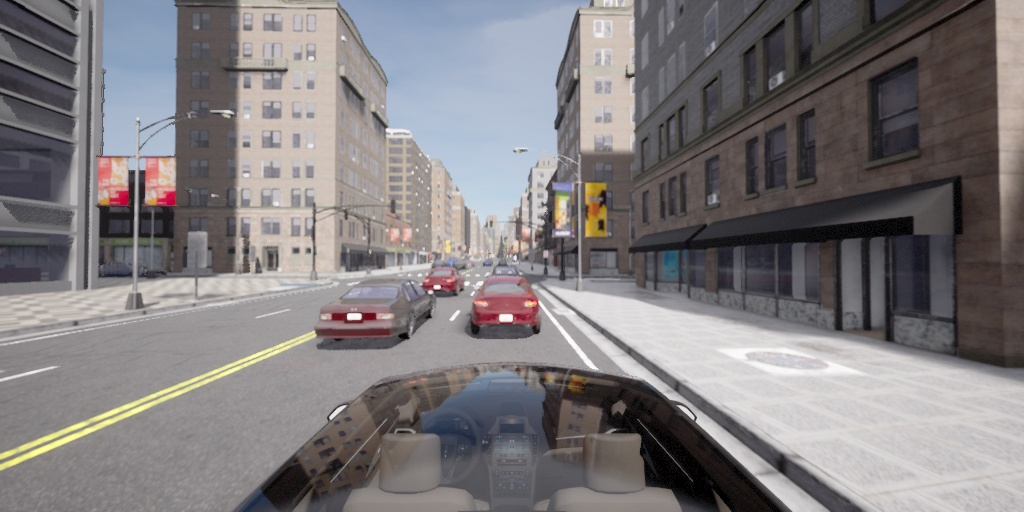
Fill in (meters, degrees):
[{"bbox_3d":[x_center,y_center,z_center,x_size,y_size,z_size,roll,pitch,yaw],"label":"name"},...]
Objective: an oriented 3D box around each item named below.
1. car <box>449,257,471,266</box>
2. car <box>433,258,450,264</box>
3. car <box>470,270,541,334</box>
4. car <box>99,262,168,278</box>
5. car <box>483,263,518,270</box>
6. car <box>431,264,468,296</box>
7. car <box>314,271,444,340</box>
[{"bbox_3d":[-8.053,1.406,55.845,1.882,1.535,5.008,0,0,-1],"label":"car"},{"bbox_3d":[-11.298,1.406,55.782,1.882,1.535,5.008,0,0,-1],"label":"car"},{"bbox_3d":[-0.184,1.312,10.718,1.812,1.442,4.674,0,-1,-1],"label":"car"},{"bbox_3d":[-33.208,1.262,30.975,5.357,1.411,2.033,0,-1,-2],"label":"car"},{"bbox_3d":[-0.415,1.310,19.801,2.128,1.511,4.902,0,0,-3],"label":"car"},{"bbox_3d":[-3.671,1.343,19.622,1.812,1.442,4.674,0,0,-2],"label":"car"},{"bbox_3d":[-3.414,1.330,10.034,2.033,1.411,5.357,0,0,-2],"label":"car"}]
